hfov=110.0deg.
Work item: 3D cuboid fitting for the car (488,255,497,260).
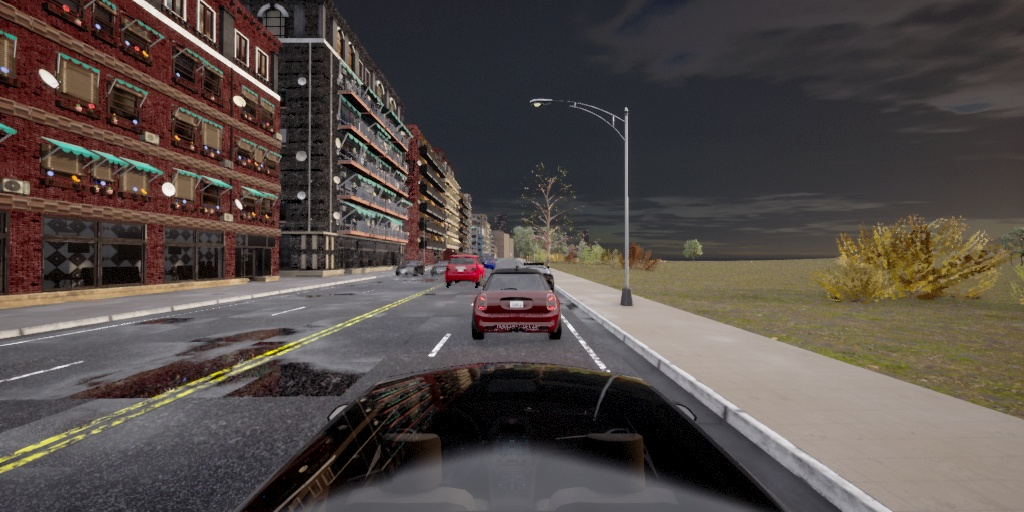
[{"bbox_3d":[-3.067,0.966,44.315,2.150,2.045,5.566,0,-1,1],"label":"car"}]

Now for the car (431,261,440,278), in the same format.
[{"bbox_3d":[-6.533,1.243,34.711,2.128,1.511,4.902,0,0,0],"label":"car"}]

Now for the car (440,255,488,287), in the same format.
[{"bbox_3d":[-3.104,0.973,24.430,2.150,2.045,5.566,0,0,0],"label":"car"}]

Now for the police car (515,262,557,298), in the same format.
[{"bbox_3d":[1.173,1.177,19.656,1.930,1.638,5.238,0,0,0],"label":"police car"}]

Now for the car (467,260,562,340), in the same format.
[{"bbox_3d":[0.112,1.103,10.161,2.097,1.767,4.553,0,0,0],"label":"car"}]

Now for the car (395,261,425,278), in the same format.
[{"bbox_3d":[-9.782,1.243,34.696,2.128,1.511,4.902,0,0,0],"label":"car"}]
